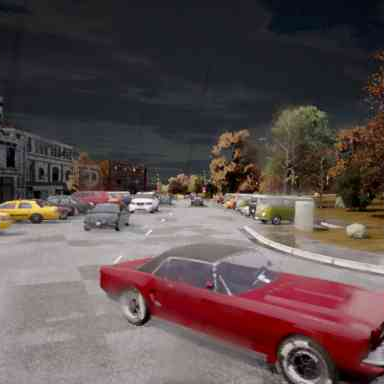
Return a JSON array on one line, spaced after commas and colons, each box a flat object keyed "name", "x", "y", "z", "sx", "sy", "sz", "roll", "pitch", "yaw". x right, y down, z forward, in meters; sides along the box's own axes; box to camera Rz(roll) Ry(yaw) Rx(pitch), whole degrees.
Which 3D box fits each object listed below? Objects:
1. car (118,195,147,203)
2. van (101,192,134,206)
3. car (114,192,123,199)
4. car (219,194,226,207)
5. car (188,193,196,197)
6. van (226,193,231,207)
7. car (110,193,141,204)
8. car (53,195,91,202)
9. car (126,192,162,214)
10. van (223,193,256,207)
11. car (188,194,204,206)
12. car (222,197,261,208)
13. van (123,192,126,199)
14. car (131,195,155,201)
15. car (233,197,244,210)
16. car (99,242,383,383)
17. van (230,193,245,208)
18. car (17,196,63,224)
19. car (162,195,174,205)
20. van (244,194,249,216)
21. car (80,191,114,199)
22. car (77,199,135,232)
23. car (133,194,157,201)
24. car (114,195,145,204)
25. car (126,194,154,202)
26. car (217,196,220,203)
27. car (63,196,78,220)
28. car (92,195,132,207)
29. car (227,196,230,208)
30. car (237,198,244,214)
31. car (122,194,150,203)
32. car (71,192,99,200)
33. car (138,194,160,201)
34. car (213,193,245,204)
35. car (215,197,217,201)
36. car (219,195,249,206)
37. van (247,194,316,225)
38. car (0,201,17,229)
[{"name": "car", "x": -10.587, "y": 1.236, "z": 59.462, "sx": 4.792, "sy": 1.488, "sz": 2.163, "roll": 0, "pitch": 0, "yaw": -19}, {"name": "van", "x": -10.668, "y": 0.963, "z": 47.759, "sx": 4.442, "sy": 1.987, "sz": 1.878, "roll": 0, "pitch": 0, "yaw": -19}, {"name": "car", "x": -10.868, "y": 1.061, "z": 38.924, "sx": 4.553, "sy": 1.767, "sz": 2.185, "roll": 0, "pitch": 0, "yaw": -19}, {"name": "car", "x": 6.817, "y": 1.487, "z": 44.429, "sx": 5.366, "sy": 1.575, "sz": 1.946, "roll": 2, "pitch": 0, "yaw": -19}, {"name": "car", "x": 0.843, "y": 1.415, "z": 62.444, "sx": 2.128, "sy": 1.511, "sz": 4.902, "roll": 1, "pitch": 0, "yaw": 1}, {"name": "van", "x": 7.067, "y": 1.273, "z": 41.589, "sx": 4.442, "sy": 1.987, "sz": 1.878, "roll": 2, "pitch": 0, "yaw": -19}, {"name": "car", "x": -10.726, "y": 1.070, "z": 53.577, "sx": 4.553, "sy": 1.767, "sz": 2.185, "roll": 0, "pitch": 0, "yaw": -19}, {"name": "car", "x": -11.053, "y": 1.207, "z": 27.184, "sx": 4.892, "sy": 1.521, "sz": 2.231, "roll": 0, "pitch": 0, "yaw": -19}, {"name": "car", "x": -4.654, "y": 1.035, "z": 33.045, "sx": 2.150, "sy": 2.045, "sz": 5.566, "roll": 1, "pitch": 1, "yaw": 1}, {"name": "van", "x": 7.186, "y": 1.278, "z": 50.424, "sx": 4.442, "sy": 1.987, "sz": 1.878, "roll": 2, "pitch": 0, "yaw": -19}, {"name": "car", "x": 0.799, "y": 1.433, "z": 52.172, "sx": 1.812, "sy": 1.442, "sz": 4.674, "roll": 1, "pitch": 0, "yaw": 1}, {"name": "car", "x": 7.025, "y": 1.497, "z": 47.437, "sx": 4.892, "sy": 1.521, "sz": 2.231, "roll": 2, "pitch": 0, "yaw": -19}, {"name": "van", "x": -10.965, "y": 0.961, "z": 41.807, "sx": 4.442, "sy": 1.987, "sz": 1.878, "roll": 0, "pitch": 0, "yaw": -19}, {"name": "car", "x": -10.456, "y": 1.269, "z": 71.186, "sx": 4.674, "sy": 1.452, "sz": 2.002, "roll": 0, "pitch": 0, "yaw": -19}, {"name": "car", "x": 6.830, "y": 1.543, "z": 32.714, "sx": 4.674, "sy": 1.452, "sz": 2.002, "roll": 2, "pitch": 0, "yaw": -19}, {"name": "car", "x": 0.633, "y": 1.595, "z": 5.370, "sx": 4.718, "sy": 1.301, "sz": 1.895, "roll": 1, "pitch": 0, "yaw": 39}, {"name": "van", "x": 6.769, "y": 1.271, "z": 35.616, "sx": 4.442, "sy": 1.987, "sz": 1.878, "roll": 2, "pitch": 0, "yaw": -19}, {"name": "car", "x": -11.317, "y": 1.218, "z": 21.256, "sx": 5.366, "sy": 1.575, "sz": 1.946, "roll": 0, "pitch": 0, "yaw": -19}, {"name": "car", "x": -4.291, "y": 1.329, "z": 54.123, "sx": 1.837, "sy": 1.490, "sz": 4.892, "roll": 1, "pitch": -1, "yaw": 1}, {"name": "van", "x": 6.862, "y": 1.293, "z": 26.871, "sx": 4.442, "sy": 1.987, "sz": 1.878, "roll": 2, "pitch": 0, "yaw": -19}, {"name": "car", "x": -11.004, "y": 0.943, "z": 33.038, "sx": 5.566, "sy": 2.045, "sz": 2.435, "roll": 0, "pitch": 0, "yaw": -19}, {"name": "car", "x": -4.785, "y": 1.359, "z": 19.235, "sx": 1.837, "sy": 1.490, "sz": 4.892, "roll": 1, "pitch": 0, "yaw": -1}, {"name": "car", "x": -10.420, "y": 1.235, "z": 74.119, "sx": 4.892, "sy": 1.521, "sz": 2.231, "roll": 0, "pitch": 0, "yaw": -19}, {"name": "car", "x": -10.661, "y": 1.201, "z": 56.516, "sx": 4.892, "sy": 1.521, "sz": 2.231, "roll": 0, "pitch": 0, "yaw": -19}, {"name": "car", "x": -10.666, "y": 1.219, "z": 68.185, "sx": 5.366, "sy": 1.575, "sz": 1.946, "roll": 0, "pitch": 0, "yaw": -19}, {"name": "car", "x": 7.141, "y": 1.535, "z": 53.335, "sx": 4.792, "sy": 1.488, "sz": 2.163, "roll": 2, "pitch": 0, "yaw": -19}, {"name": "car", "x": -11.069, "y": 1.243, "z": 24.257, "sx": 4.792, "sy": 1.488, "sz": 2.163, "roll": 0, "pitch": 0, "yaw": -19}, {"name": "car", "x": -10.811, "y": 1.187, "z": 44.783, "sx": 5.008, "sy": 1.535, "sz": 2.097, "roll": 0, "pitch": 0, "yaw": -19}, {"name": "car", "x": 6.906, "y": 1.536, "z": 38.608, "sx": 4.674, "sy": 1.452, "sz": 2.002, "roll": 2, "pitch": 0, "yaw": -19}, {"name": "car", "x": 6.792, "y": 1.548, "z": 29.769, "sx": 4.674, "sy": 1.452, "sz": 2.002, "roll": 2, "pitch": 0, "yaw": -19}, {"name": "car", "x": -10.585, "y": 1.213, "z": 62.388, "sx": 4.892, "sy": 1.521, "sz": 2.231, "roll": 0, "pitch": 0, "yaw": -19}, {"name": "car", "x": -11.053, "y": 1.072, "z": 30.115, "sx": 4.553, "sy": 1.767, "sz": 2.185, "roll": 0, "pitch": 0, "yaw": -19}, {"name": "car", "x": -10.329, "y": 1.247, "z": 79.982, "sx": 4.892, "sy": 1.521, "sz": 2.231, "roll": 0, "pitch": 0, "yaw": -19}, {"name": "car", "x": 7.258, "y": 1.274, "z": 65.087, "sx": 5.566, "sy": 2.045, "sz": 2.435, "roll": 2, "pitch": 0, "yaw": -19}, {"name": "car", "x": 7.261, "y": 1.550, "z": 62.169, "sx": 4.792, "sy": 1.488, "sz": 2.163, "roll": 2, "pitch": 0, "yaw": -19}, {"name": "car", "x": 7.130, "y": 1.382, "z": 56.258, "sx": 4.553, "sy": 1.767, "sz": 2.185, "roll": 2, "pitch": 0, "yaw": -19}, {"name": "van", "x": 6.603, "y": 1.294, "z": 23.841, "sx": 4.442, "sy": 1.987, "sz": 1.878, "roll": 2, "pitch": 0, "yaw": -19}, {"name": "car", "x": -11.399, "y": 1.236, "z": 15.395, "sx": 5.366, "sy": 1.575, "sz": 1.946, "roll": 0, "pitch": 0, "yaw": -19}]
